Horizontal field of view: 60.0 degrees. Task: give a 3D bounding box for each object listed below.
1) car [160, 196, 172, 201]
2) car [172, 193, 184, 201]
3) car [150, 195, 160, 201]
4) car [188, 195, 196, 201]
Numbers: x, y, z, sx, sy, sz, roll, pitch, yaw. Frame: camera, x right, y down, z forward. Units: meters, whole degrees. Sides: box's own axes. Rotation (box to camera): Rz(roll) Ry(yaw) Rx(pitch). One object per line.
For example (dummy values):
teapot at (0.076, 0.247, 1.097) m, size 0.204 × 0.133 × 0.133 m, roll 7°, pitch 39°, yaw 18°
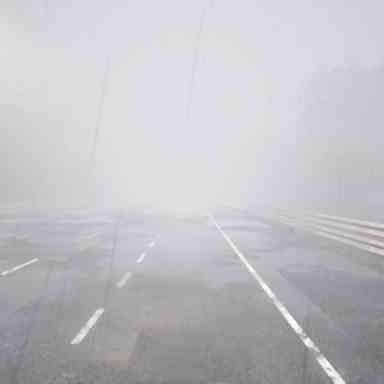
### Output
car at (-7.027, 1.689, 92.715) m, size 2.033 × 1.411 × 5.357 m, roll 0°, pitch 0°, yaw 0°
car at (-3.526, 1.375, 92.747) m, size 2.150 × 2.045 × 5.566 m, roll 0°, pitch 0°, yaw 0°
car at (-10.528, 1.746, 93.160) m, size 1.895 × 1.301 × 4.718 m, roll 0°, pitch 0°, yaw 0°
car at (-0.028, 1.506, 93.104) m, size 2.097 × 1.767 × 4.553 m, roll 0°, pitch 0°, yaw 0°
